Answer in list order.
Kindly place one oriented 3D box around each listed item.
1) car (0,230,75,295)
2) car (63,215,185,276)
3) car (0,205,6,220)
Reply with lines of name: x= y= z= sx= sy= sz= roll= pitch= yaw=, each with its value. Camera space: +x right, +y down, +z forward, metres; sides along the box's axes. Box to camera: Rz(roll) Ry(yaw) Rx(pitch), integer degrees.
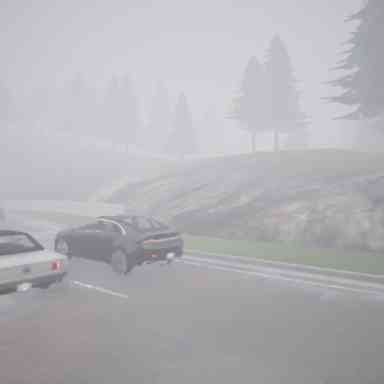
car: x=-5.014 y=1.585 z=8.020 sx=4.718 sy=1.301 sz=1.895 roll=0 pitch=0 yaw=40
car: x=-2.437 y=1.479 z=10.429 sx=4.902 sy=1.511 sz=2.128 roll=0 pitch=0 yaw=39
car: x=-16.126 y=1.474 z=26.372 sx=1.812 sy=1.442 sz=4.674 roll=0 pitch=0 yaw=-39
